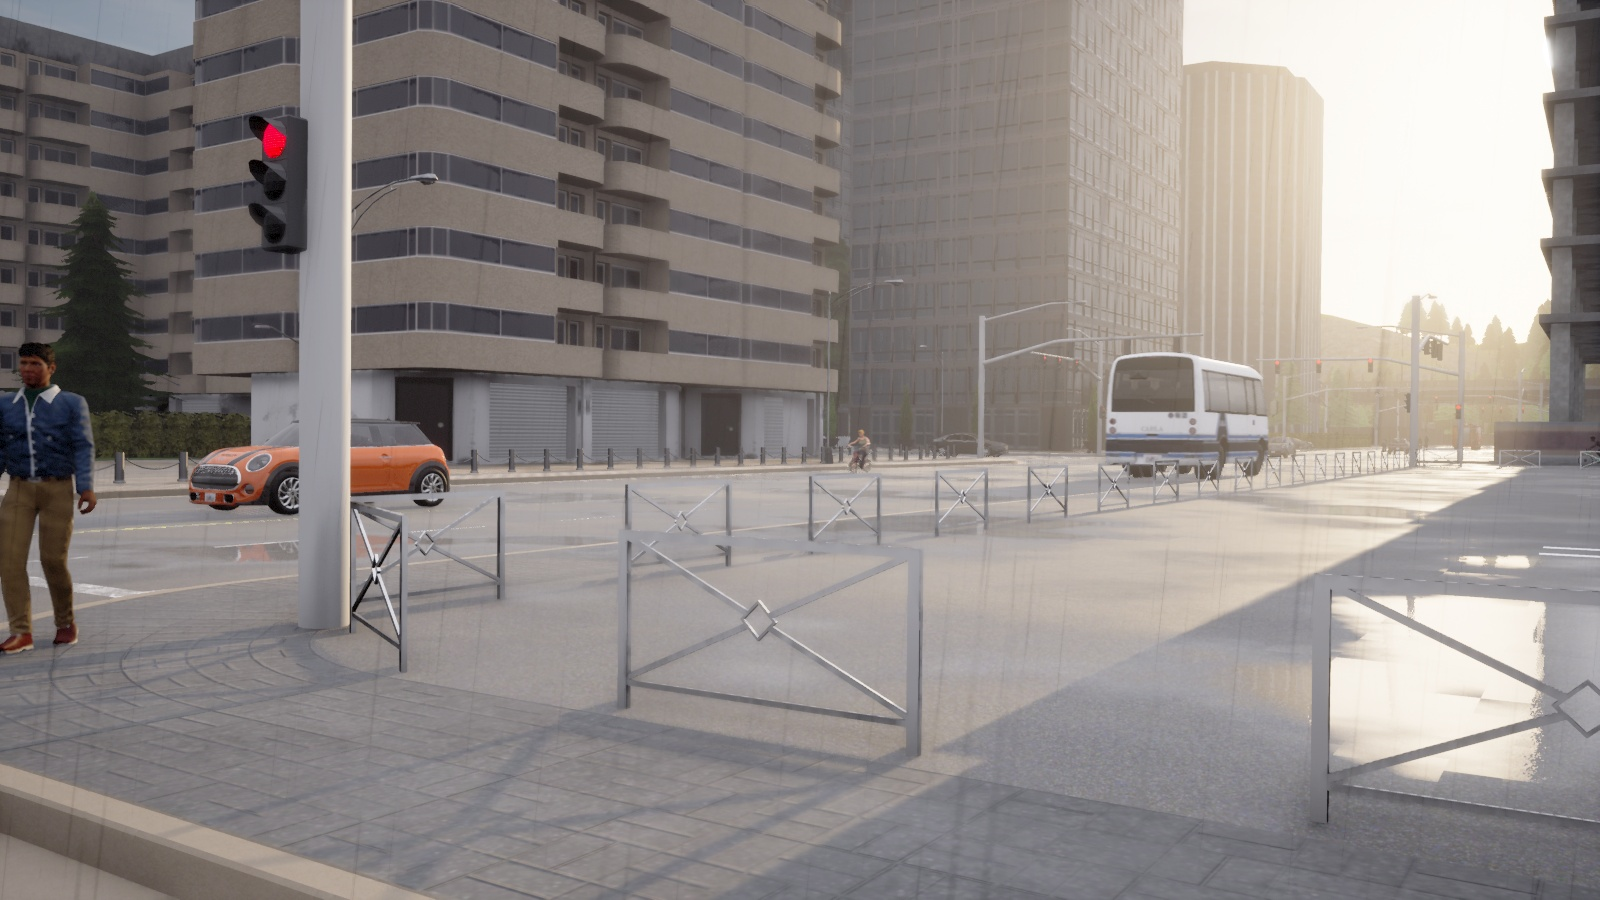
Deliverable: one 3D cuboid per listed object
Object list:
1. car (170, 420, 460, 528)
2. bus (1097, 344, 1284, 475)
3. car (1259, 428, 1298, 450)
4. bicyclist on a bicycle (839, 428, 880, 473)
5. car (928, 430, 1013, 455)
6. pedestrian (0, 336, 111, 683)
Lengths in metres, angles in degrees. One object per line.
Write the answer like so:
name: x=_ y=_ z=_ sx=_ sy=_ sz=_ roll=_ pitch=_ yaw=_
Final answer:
car: x=-8.683 y=0.356 z=22.910 sx=2.097 sy=1.767 sz=4.553 roll=0 pitch=1 yaw=33
bus: x=14.575 y=-1.406 z=46.077 sx=3.944 sy=4.253 sz=10.273 roll=0 pitch=1 yaw=33
car: x=33.980 y=-0.779 z=89.108 sx=1.845 sy=1.501 sz=3.633 roll=0 pitch=1 yaw=33
bicyclist on a bicycle: x=2.197 y=0.017 z=46.243 sx=0.866 sy=1.612 sz=1.509 roll=0 pitch=1 yaw=33
car: x=10.553 y=-0.476 z=77.771 sx=4.892 sy=1.490 sz=1.837 roll=0 pitch=1 yaw=32
pedestrian: x=-4.497 y=0.329 z=7.434 sx=0.423 sy=1.949 sz=0.788 roll=-1 pitch=1 yaw=-5
